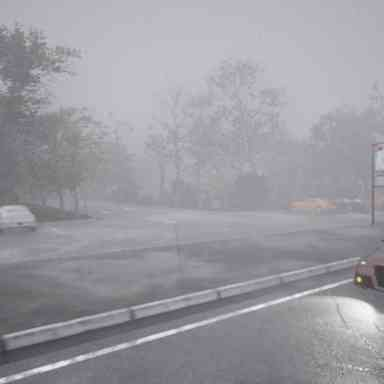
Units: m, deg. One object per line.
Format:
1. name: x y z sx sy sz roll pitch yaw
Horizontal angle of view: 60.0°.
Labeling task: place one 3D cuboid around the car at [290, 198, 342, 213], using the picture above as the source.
1. car: 12.919 1.434 35.725 2.097 1.535 5.008 0 0 -35

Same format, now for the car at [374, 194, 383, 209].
1. car: 24.270 1.375 43.789 2.185 1.767 4.553 1 0 -36

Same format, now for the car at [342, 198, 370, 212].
1. car: 17.447 1.450 38.966 2.097 1.535 5.008 0 0 -35

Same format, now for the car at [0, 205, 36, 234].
1. car: -10.281 1.489 19.197 2.002 1.452 4.674 0 0 -35

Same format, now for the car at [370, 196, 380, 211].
1. car: 19.717 1.504 40.581 2.002 1.452 4.674 0 0 -35

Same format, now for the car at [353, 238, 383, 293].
1. car: 5.597 1.554 7.680 4.181 1.385 1.994 0 0 -36
